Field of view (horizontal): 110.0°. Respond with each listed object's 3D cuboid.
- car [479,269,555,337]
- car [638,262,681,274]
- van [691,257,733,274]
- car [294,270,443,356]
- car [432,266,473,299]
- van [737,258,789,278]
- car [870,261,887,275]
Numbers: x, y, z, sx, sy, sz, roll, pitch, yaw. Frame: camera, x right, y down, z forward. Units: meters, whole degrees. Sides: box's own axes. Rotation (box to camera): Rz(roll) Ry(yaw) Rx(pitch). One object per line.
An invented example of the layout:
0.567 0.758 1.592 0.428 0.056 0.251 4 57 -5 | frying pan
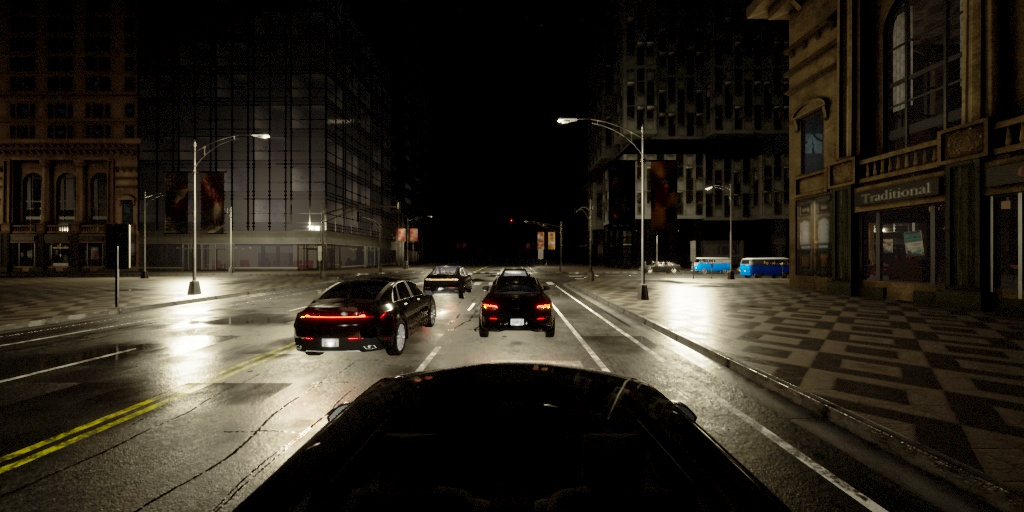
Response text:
0.123 1.276 10.115 1.812 1.442 4.674 0 0 0 | car
15.981 1.263 38.867 4.403 1.370 2.007 0 0 0 | car
21.600 1.042 38.827 3.998 1.789 1.690 0 0 0 | van
-3.133 1.255 8.620 1.837 1.490 4.892 0 0 0 | car
-3.106 1.241 18.034 2.128 1.511 4.902 0 0 0 | car
21.541 1.032 30.303 3.998 1.789 1.690 0 0 0 | van
32.778 1.251 30.223 4.207 1.307 1.802 0 0 0 | car
